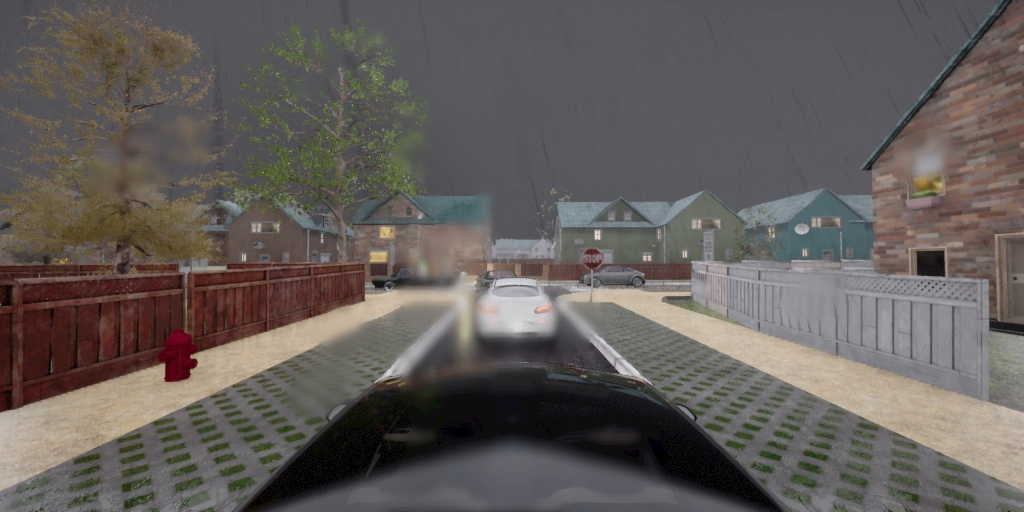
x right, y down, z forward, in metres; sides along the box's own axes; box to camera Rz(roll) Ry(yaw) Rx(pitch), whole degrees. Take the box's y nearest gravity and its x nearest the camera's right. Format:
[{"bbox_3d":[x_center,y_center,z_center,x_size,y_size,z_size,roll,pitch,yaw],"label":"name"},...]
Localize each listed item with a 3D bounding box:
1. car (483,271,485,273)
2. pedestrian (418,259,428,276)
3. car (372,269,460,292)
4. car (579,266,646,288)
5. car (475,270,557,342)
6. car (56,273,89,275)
[{"bbox_3d":[-0.746,1.366,18.479,1.895,1.301,4.718,0,-1,-12],"label":"car"},{"bbox_3d":[-6.684,1.119,26.753,0.375,1.860,0.375,0,-1,1],"label":"pedestrian"},{"bbox_3d":[-5.469,1.417,20.867,4.718,1.301,1.895,-1,-1,1],"label":"car"},{"bbox_3d":[6.553,1.344,23.650,4.181,1.385,1.994,0,-1,1],"label":"car"},{"bbox_3d":[0.108,1.280,9.660,1.812,1.442,4.674,0,0,0],"label":"car"},{"bbox_3d":[-25.594,1.632,21.150,4.718,1.301,1.895,-1,-1,1],"label":"car"}]
